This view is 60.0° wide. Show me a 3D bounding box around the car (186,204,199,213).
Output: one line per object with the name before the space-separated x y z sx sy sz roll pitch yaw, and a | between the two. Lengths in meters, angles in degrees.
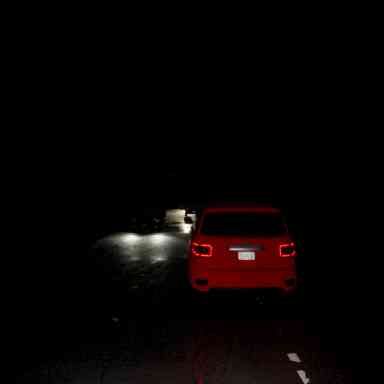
car | 0.095 2.393 48.475 1.895 1.301 4.718 0 -2 0

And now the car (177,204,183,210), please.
car | -2.585 3.644 83.613 1.882 1.535 5.008 0 -3 0

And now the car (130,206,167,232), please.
car | -2.708 1.641 21.523 1.882 1.535 5.008 0 -1 0

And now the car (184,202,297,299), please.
car | 0.979 1.251 8.620 2.150 2.045 5.566 0 0 0
